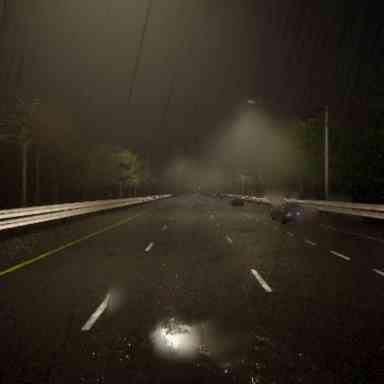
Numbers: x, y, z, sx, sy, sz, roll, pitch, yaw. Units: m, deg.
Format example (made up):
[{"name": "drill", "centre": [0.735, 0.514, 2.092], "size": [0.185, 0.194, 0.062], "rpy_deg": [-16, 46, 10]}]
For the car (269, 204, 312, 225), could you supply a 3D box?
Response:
[{"name": "car", "centre": [7.031, 1.550, 24.279], "size": [2.033, 1.411, 5.357], "rpy_deg": [0, 0, 0]}]

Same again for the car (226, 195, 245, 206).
[{"name": "car", "centre": [7.105, 1.570, 53.490], "size": [1.994, 1.385, 4.181], "rpy_deg": [0, 0, 0]}]
